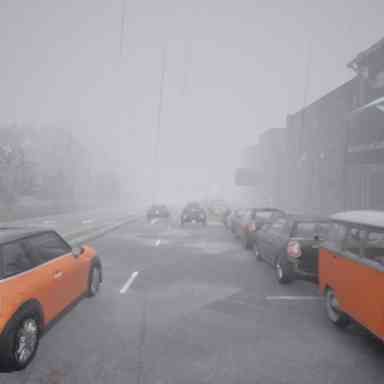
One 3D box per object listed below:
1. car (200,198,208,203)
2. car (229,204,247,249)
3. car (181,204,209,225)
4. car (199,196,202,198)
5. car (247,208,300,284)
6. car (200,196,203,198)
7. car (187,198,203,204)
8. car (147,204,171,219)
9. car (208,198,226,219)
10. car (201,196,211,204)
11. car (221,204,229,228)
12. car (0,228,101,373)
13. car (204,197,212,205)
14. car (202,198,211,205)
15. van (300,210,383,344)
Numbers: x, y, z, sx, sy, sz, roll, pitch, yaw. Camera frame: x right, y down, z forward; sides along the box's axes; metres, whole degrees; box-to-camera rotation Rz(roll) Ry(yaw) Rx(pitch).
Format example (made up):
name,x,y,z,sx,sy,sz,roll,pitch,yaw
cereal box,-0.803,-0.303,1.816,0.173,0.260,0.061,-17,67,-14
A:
name,x,y,z,sx,sy,sz,roll,pitch,yaw
car,3.292,2.352,94.450,2.231,1.521,4.892,0,-1,1
car,3.233,1.499,15.537,2.185,1.767,4.553,0,-1,0
car,0.114,1.843,26.159,1.895,1.301,4.718,0,-1,0
car,3.243,1.882,70.848,2.435,2.045,5.566,0,-1,0
car,3.231,1.448,10.013,2.185,1.767,4.553,0,-1,0
car,3.247,2.082,65.162,2.231,1.521,4.892,0,-1,0
car,0.123,1.893,42.097,1.837,1.490,4.892,0,-1,0
car,-3.133,1.860,32.060,1.994,1.385,4.181,0,-1,0
car,3.244,1.826,37.727,1.946,1.575,5.366,0,-1,0
car,3.246,2.031,59.636,2.231,1.521,4.892,0,-1,0
car,3.237,1.714,20.965,2.002,1.452,4.674,0,-1,0
car,-3.148,1.407,5.894,2.097,1.767,4.553,0,-1,0
car,3.251,1.927,48.779,1.946,1.575,5.366,0,-1,0
car,3.241,2.182,76.528,1.946,1.575,5.366,0,-1,0
van,3.227,1.298,4.636,1.878,1.987,4.442,0,-1,0
